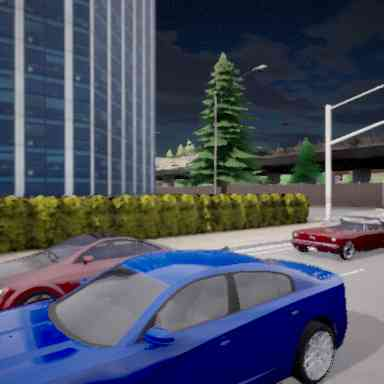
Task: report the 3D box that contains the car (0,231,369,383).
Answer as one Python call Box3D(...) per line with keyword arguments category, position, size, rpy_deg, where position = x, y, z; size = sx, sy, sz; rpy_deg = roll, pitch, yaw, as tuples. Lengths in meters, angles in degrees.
Box3D(category="car", position=(-0.245, 1.472, 3.790), size=(5.008, 1.535, 1.882), rpy_deg=(0, 0, -35))

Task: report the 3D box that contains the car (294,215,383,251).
Box3D(category="car", position=(5.777, 1.564, 12.287), size=(4.718, 1.301, 1.895), rpy_deg=(0, 0, -35))

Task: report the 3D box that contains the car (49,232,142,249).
Box3D(category="car", position=(-1.992, 1.558, 6.792), size=(4.181, 1.385, 1.994), rpy_deg=(0, 0, -35))
